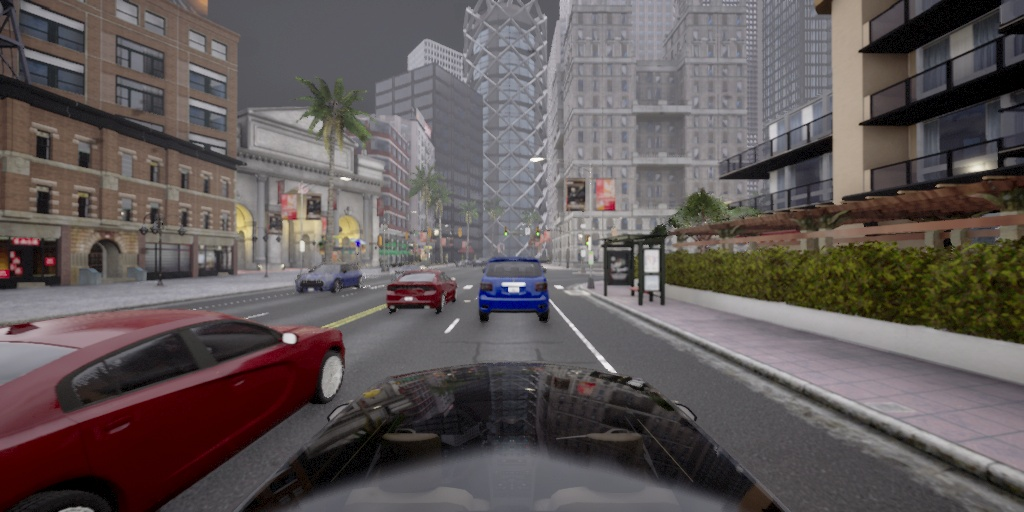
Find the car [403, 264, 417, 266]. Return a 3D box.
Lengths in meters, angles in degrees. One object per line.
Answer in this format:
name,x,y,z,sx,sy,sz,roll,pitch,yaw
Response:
car,-7.089,1.357,25.477,2.128,1.511,4.902,0,0,0

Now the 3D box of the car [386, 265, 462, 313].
car,-3.418,1.289,14.420,1.882,1.535,5.008,0,0,1

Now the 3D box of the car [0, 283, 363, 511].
car,-3.391,1.235,3.309,1.882,1.535,5.008,0,0,0

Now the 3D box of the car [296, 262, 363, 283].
car,-10.591,1.196,21.125,2.097,1.767,4.553,0,0,0

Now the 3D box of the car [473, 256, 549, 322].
car,0.075,1.029,12.751,2.150,2.045,5.566,0,0,1
